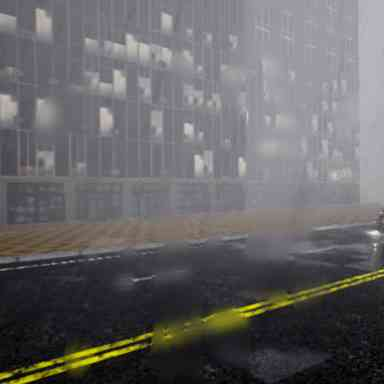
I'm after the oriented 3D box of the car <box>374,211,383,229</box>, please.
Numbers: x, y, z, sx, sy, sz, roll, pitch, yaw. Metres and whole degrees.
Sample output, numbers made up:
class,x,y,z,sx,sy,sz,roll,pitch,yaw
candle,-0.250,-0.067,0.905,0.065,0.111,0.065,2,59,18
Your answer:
class,x,y,z,sx,sy,sz,roll,pitch,yaw
car,13.589,1.597,21.359,4.892,1.490,1.837,0,0,-35
